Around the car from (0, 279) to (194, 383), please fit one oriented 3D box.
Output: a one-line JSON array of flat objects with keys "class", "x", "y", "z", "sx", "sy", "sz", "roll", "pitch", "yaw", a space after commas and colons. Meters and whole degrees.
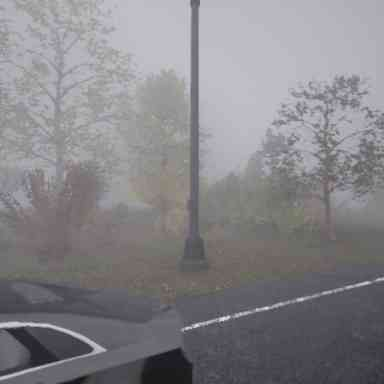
[{"class": "car", "x": -2.282, "y": 1.517, "z": 2.308, "sx": 4.902, "sy": 1.511, "sz": 2.128, "roll": 1, "pitch": -1, "yaw": -33}]
